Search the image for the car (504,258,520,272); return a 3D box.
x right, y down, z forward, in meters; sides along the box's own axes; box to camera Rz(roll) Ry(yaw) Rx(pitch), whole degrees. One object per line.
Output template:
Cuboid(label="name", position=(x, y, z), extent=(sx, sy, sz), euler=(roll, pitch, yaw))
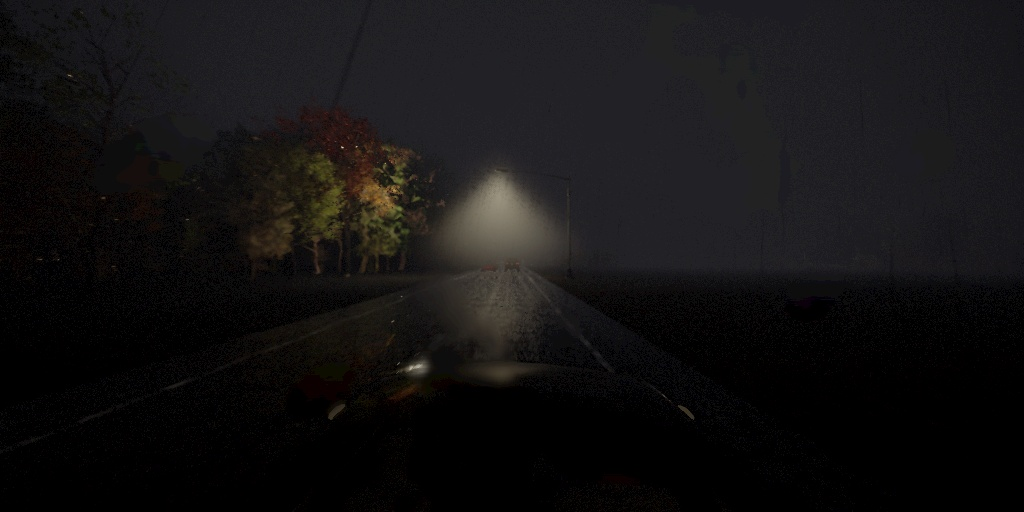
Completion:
Cuboid(label="car", position=(0.010, 1.284, 54.079), extent=(2.150, 2.045, 5.566), euler=(0, 0, 0))

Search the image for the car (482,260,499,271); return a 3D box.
Cuboid(label="car", position=(-3.489, 1.630, 54.783), extent=(1.994, 1.385, 4.181), euler=(0, 0, 0))
